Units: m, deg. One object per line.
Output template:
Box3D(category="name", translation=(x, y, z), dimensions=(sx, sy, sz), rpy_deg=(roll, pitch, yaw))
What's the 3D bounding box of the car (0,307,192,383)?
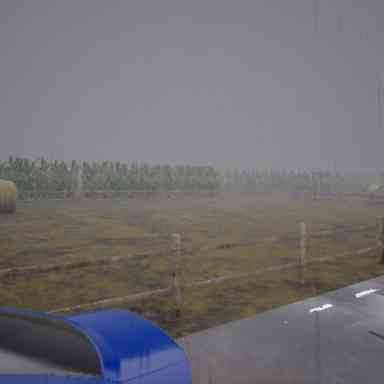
Box3D(category="car", translation=(-2.276, 1.477, 1.446), dimensions=(5.008, 1.535, 1.882), rpy_deg=(0, 0, -36))
